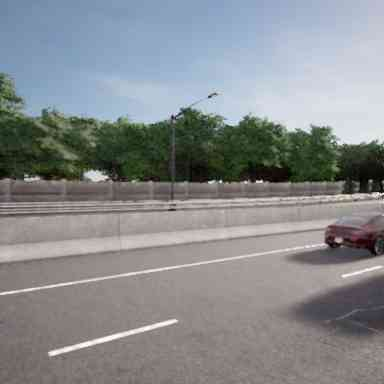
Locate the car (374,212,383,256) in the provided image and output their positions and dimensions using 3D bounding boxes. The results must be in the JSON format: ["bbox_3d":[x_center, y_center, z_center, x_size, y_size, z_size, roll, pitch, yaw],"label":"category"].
[{"bbox_3d":[7.605,1.215,9.161,5.566,2.045,2.150,0,0,-34],"label":"car"}]

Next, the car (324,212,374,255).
[{"bbox_3d":[7.084,1.515,13.036,4.674,1.442,1.812,0,0,-34],"label":"car"}]
